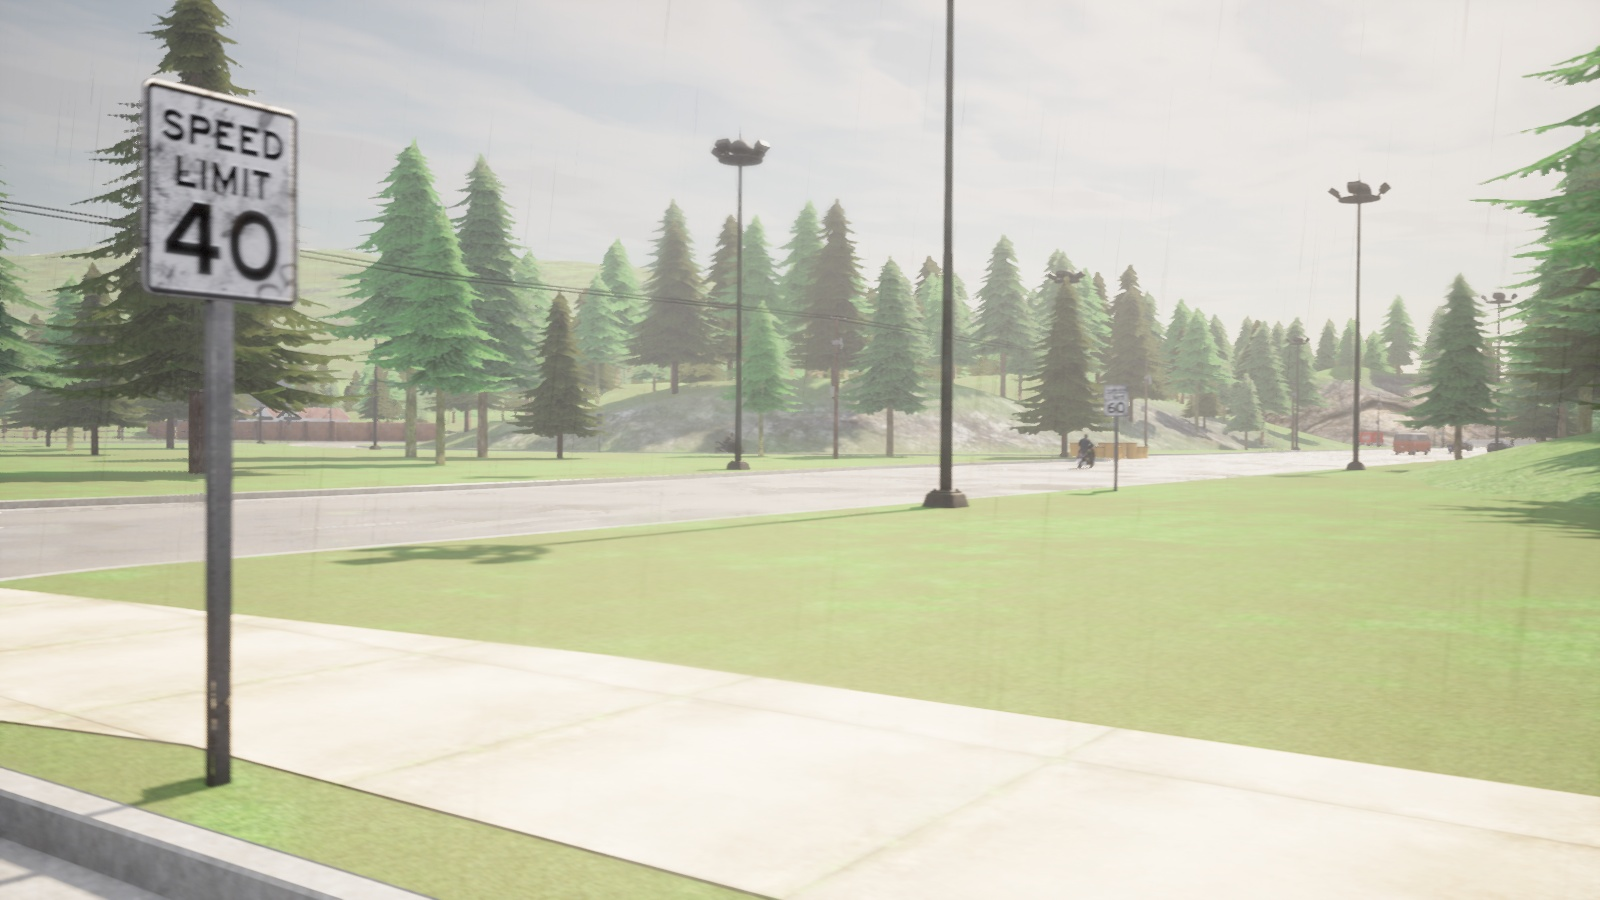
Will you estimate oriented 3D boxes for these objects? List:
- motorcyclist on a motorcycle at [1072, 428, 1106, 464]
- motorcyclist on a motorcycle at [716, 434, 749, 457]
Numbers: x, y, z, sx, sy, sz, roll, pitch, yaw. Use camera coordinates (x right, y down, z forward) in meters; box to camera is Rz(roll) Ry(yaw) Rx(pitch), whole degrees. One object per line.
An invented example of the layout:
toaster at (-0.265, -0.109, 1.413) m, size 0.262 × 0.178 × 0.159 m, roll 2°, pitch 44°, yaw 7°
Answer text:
motorcyclist on a motorcycle at (13.073, -0.183, 56.699) m, size 0.866 × 1.590 × 1.817 m, roll 0°, pitch 1°, yaw 35°
motorcyclist on a motorcycle at (-4.465, -0.310, 82.932) m, size 2.044 × 1.523 × 0.797 m, roll 0°, pitch 0°, yaw 8°
